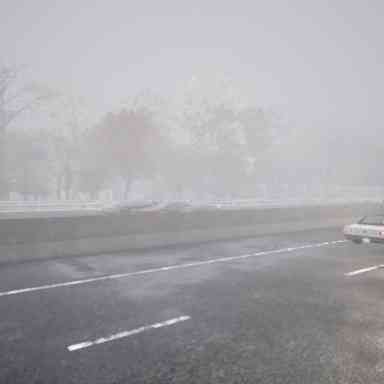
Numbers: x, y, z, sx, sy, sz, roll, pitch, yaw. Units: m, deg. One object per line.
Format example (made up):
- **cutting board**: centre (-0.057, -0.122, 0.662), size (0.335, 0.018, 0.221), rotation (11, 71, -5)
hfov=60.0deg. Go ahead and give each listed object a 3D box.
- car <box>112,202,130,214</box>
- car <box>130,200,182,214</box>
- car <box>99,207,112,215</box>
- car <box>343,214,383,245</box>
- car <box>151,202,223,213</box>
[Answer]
- **car**: centre (-3.679, 1.209, 27.041), size (4.718, 1.301, 1.895), rotation (0, 0, -36)
- **car**: centre (-1.622, 1.396, 24.209), size (5.008, 1.535, 1.882), rotation (0, 0, -36)
- **car**: centre (-5.326, 1.553, 29.402), size (5.357, 1.411, 2.033), rotation (0, 0, -33)
- **car**: centre (8.645, 1.601, 14.335), size (4.718, 1.301, 1.895), rotation (0, 0, -36)
- **car**: centre (0.411, 1.554, 21.360), size (5.357, 1.411, 2.033), rotation (0, 0, -36)
